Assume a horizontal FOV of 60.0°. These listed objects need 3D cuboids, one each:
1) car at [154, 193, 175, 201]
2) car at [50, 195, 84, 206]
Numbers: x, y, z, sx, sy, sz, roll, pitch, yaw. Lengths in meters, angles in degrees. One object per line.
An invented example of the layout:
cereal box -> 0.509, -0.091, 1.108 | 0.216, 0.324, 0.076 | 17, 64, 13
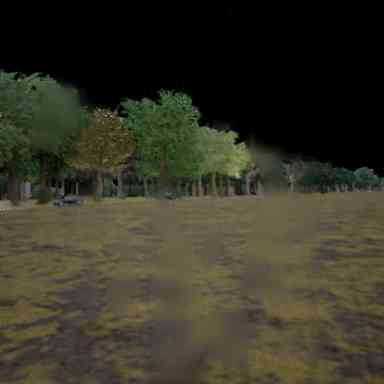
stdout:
car -> -5.544, 0.931, 66.767 | 1.882, 1.535, 5.008 | -3, -1, 36
car -> -18.361, 1.282, 48.975 | 1.837, 1.490, 4.892 | -3, -1, 36
